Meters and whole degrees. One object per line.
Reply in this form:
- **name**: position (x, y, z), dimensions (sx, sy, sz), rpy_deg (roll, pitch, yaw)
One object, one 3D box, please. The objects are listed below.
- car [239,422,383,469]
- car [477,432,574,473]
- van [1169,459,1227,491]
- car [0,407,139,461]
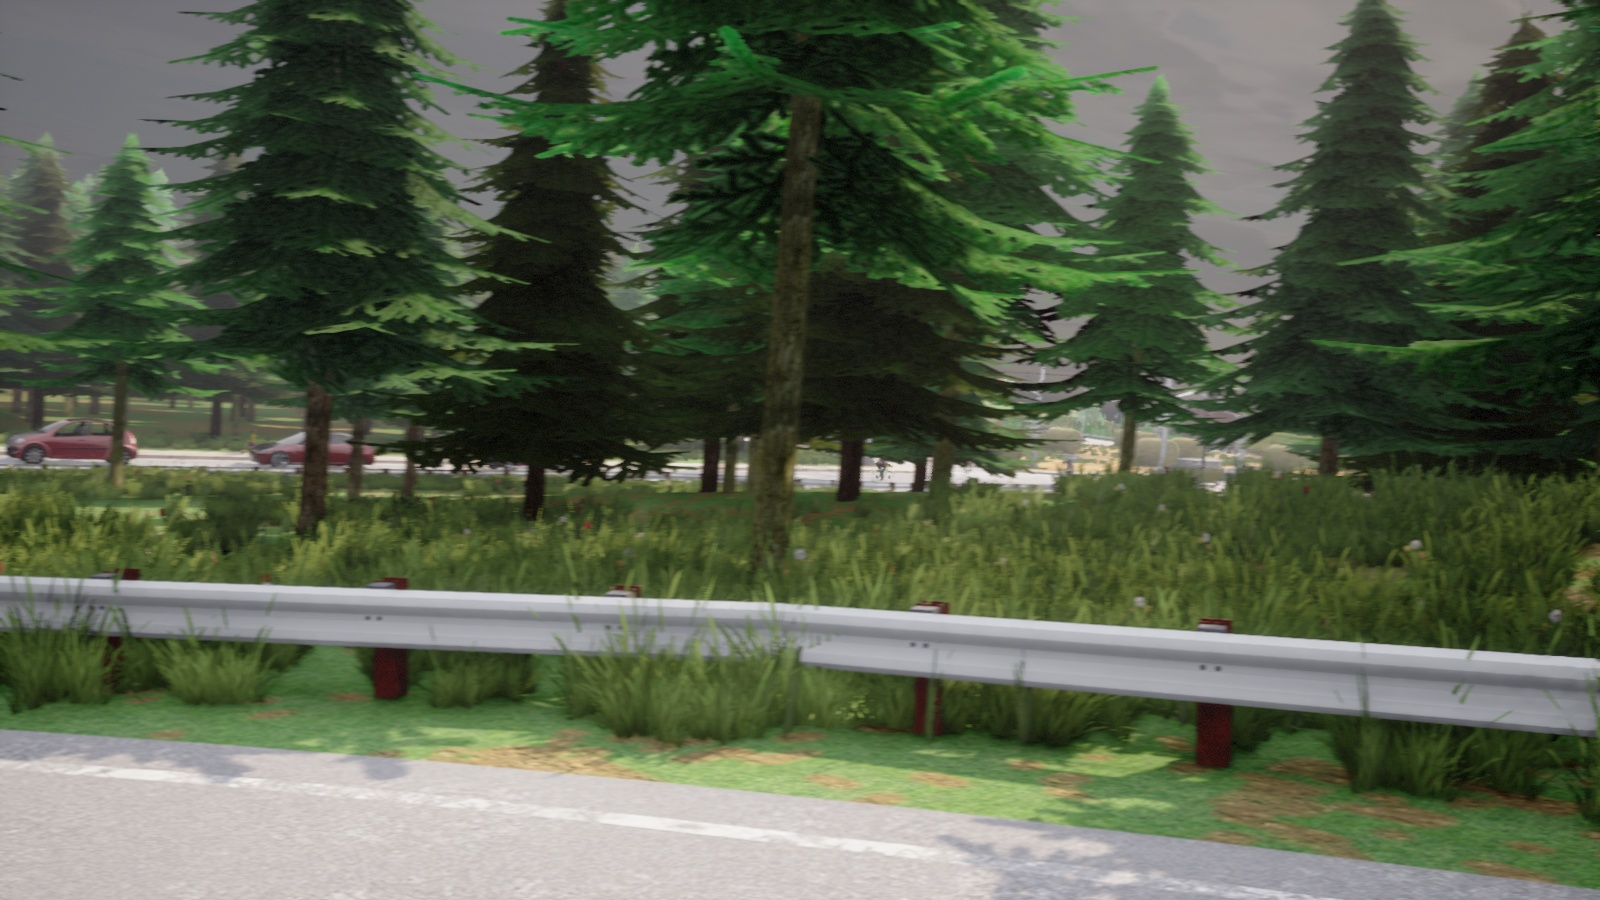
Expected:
- **car**: position (-19.399, -0.162, 49.900), dimensions (4.792, 1.488, 2.163), rpy_deg (2, 4, -41)
- **car**: position (-12.259, 0.122, 56.144), dimensions (3.705, 1.549, 1.789), rpy_deg (2, 4, -42)
- **van**: position (28.046, 1.763, 88.443), dimensions (4.442, 1.987, 1.775), rpy_deg (2, 4, -43)
- **car**: position (-25.824, -0.546, 44.396), dimensions (3.988, 1.617, 1.851), rpy_deg (3, 4, -40)
